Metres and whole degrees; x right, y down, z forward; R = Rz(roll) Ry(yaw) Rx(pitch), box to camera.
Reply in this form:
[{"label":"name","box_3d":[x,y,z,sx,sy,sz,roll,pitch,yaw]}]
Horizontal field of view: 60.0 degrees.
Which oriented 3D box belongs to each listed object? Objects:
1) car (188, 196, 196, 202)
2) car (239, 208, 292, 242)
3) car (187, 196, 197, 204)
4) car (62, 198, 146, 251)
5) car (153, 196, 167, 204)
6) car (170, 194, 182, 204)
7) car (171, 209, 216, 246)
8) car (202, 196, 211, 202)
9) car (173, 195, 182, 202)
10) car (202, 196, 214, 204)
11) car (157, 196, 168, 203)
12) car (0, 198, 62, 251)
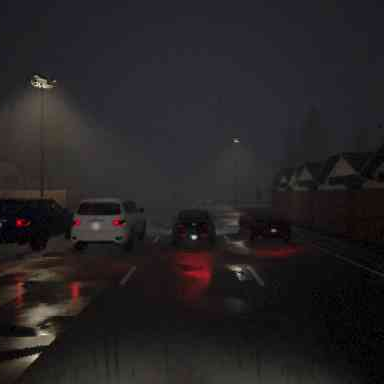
[{"label":"car","box_3d":[-0.006,1.740,80.108,1.812,1.442,4.674,0,0,0]},{"label":"car","box_3d":[3.589,1.556,17.052,1.882,1.535,5.008,0,0,0]},{"label":"car","box_3d":[-0.005,1.907,70.134,1.895,1.301,4.718,0,0,0]},{"label":"car","box_3d":[-3.415,1.287,14.527,2.150,2.045,5.566,0,0,0]},{"label":"car","box_3d":[-7.005,1.835,70.103,1.812,1.442,4.674,0,0,0]},{"label":"car","box_3d":[-3.505,1.534,69.720,2.150,2.045,5.566,0,0,0]},{"label":"car","box_3d":[0.087,1.577,15.784,1.837,1.490,4.892,0,0,0]},{"label":"car","box_3d":[3.494,1.716,80.109,1.837,1.490,4.892,0,0,0]},{"label":"car","box_3d":[-3.506,1.570,80.079,2.097,1.767,4.553,0,0,0]},{"label":"car","box_3d":[3.495,1.836,70.104,1.812,1.442,4.674,0,0,0]},{"label":"car","box_3d":[-7.006,1.740,80.108,2.128,1.511,4.902,0,0,0]},{"label":"car","box_3d":[-6.916,1.287,14.567,2.150,2.045,5.566,0,0,0]}]
